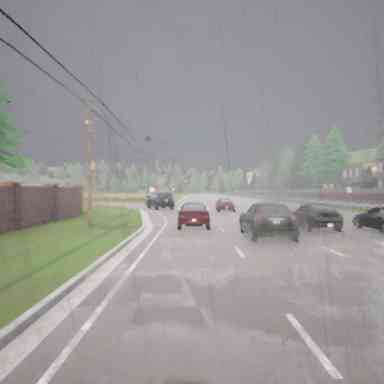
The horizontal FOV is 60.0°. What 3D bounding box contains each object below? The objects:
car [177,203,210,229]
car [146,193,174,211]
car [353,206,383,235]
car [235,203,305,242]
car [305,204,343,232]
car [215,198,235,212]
[{"bbox_3d":[0.107,1.408,20.895,1.882,1.535,5.008,0,0,0],"label":"car"},{"bbox_3d":[-3.873,1.092,39.823,2.150,2.045,5.566,0,0,-22],"label":"car"},{"bbox_3d":[10.592,1.468,18.046,1.812,1.442,4.674,0,0,0],"label":"car"},{"bbox_3d":[3.605,1.300,16.279,2.097,1.767,4.553,0,0,0],"label":"car"},{"bbox_3d":[7.105,1.443,19.489,1.837,1.490,4.892,0,0,0],"label":"car"},{"bbox_3d":[3.596,1.407,36.599,1.812,1.442,4.674,0,0,0],"label":"car"}]
